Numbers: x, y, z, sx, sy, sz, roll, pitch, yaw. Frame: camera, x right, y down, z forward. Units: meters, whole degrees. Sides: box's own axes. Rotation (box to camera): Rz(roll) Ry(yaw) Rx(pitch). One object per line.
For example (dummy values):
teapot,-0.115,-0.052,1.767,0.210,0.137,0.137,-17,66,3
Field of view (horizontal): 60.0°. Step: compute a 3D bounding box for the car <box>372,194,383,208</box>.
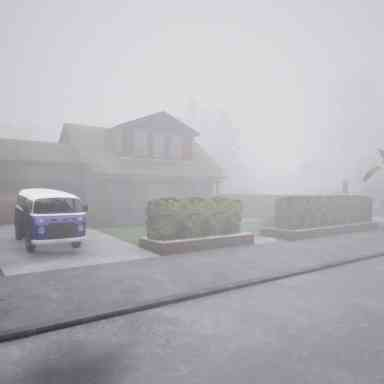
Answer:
car,24.038,0.984,40.783,3.866,1.878,1.905,0,0,0
